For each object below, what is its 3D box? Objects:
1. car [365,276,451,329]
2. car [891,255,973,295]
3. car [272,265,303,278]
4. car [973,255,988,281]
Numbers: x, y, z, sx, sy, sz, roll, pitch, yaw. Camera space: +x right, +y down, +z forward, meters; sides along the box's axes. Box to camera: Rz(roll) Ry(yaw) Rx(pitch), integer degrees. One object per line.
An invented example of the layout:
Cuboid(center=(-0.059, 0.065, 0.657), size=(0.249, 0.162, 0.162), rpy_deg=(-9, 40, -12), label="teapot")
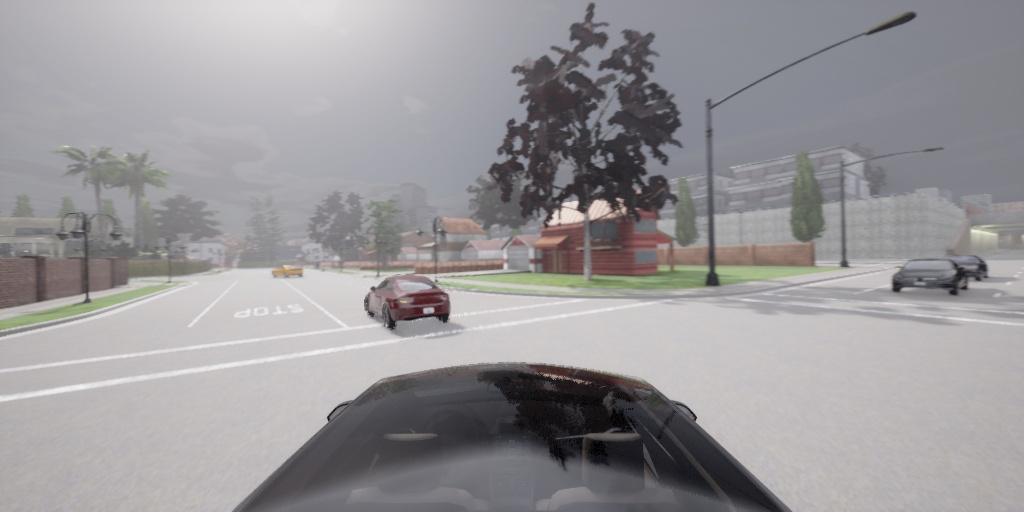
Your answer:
Cuboid(center=(-3.513, 1.368, 11.782), size=(1.812, 1.442, 4.674), rpy_deg=(-1, 0, -32), label="car")
Cuboid(center=(18.595, 0.826, 15.934), size=(4.674, 1.442, 1.812), rpy_deg=(-1, 0, -33), label="car")
Cuboid(center=(-28.344, 1.885, 45.212), size=(5.008, 1.535, 1.882), rpy_deg=(-1, 0, 34), label="car")
Cuboid(center=(26.569, 0.650, 21.258), size=(5.357, 1.411, 2.033), rpy_deg=(-1, 0, -33), label="car")
